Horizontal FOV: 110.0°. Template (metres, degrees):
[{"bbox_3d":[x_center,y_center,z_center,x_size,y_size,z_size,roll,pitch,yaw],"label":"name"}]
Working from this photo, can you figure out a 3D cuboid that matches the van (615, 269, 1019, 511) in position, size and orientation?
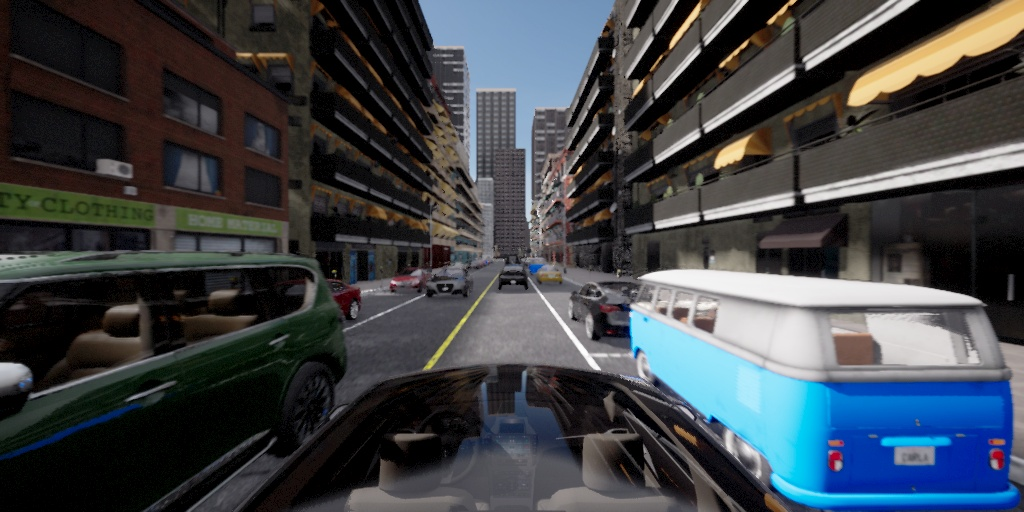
[{"bbox_3d":[2.688,1.092,4.238,1.690,1.789,3.998,0,0,0],"label":"van"}]

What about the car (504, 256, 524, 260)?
[{"bbox_3d":[0.096,1.002,48.288,2.150,2.045,5.566,0,0,0],"label":"car"}]

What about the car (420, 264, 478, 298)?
[{"bbox_3d":[-3.081,1.322,18.539,1.994,1.385,4.181,0,0,0],"label":"car"}]

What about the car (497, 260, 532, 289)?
[{"bbox_3d":[0.084,1.268,23.428,1.837,1.490,4.892,0,1,0],"label":"car"}]

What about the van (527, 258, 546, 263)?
[{"bbox_3d":[2.684,1.112,37.379,1.690,1.789,3.998,0,0,0],"label":"van"}]

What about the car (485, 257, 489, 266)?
[{"bbox_3d":[-5.700,1.342,65.008,1.888,1.381,4.507,0,0,0],"label":"car"}]

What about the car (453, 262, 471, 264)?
[{"bbox_3d":[-5.697,1.297,37.221,1.751,1.417,4.829,0,0,0],"label":"car"}]

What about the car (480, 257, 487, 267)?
[{"bbox_3d":[-5.699,1.336,59.484,1.888,1.381,4.507,0,0,0],"label":"car"}]

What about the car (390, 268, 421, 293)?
[{"bbox_3d":[-5.695,1.342,20.820,1.802,1.307,4.207,0,0,0],"label":"car"}]

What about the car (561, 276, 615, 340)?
[{"bbox_3d":[2.688,1.319,9.762,1.948,1.339,4.313,0,0,0],"label":"car"}]

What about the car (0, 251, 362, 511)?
[{"bbox_3d":[-3.089,0.973,2.156,2.150,2.045,5.566,0,0,0],"label":"car"}]

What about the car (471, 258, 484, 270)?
[{"bbox_3d":[-5.698,1.352,53.960,1.948,1.339,4.313,0,0,0],"label":"car"}]

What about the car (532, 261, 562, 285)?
[{"bbox_3d":[2.686,1.289,26.501,1.751,1.417,4.829,0,0,0],"label":"car"}]
